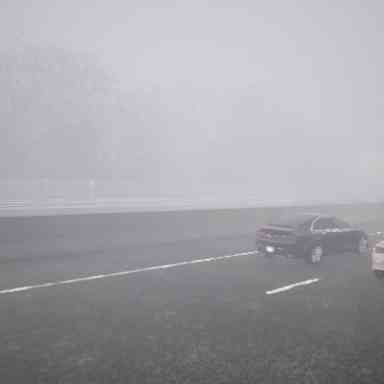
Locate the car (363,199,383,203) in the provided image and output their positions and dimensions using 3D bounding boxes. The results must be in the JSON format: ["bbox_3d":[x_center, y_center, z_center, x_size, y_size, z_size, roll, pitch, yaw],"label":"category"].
[{"bbox_3d":[22.523,1.532,38.606,5.357,1.411,2.033,0,0,-37],"label":"car"}]

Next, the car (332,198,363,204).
[{"bbox_3d":[19.969,1.507,41.069,5.357,1.411,2.033,0,0,-37],"label":"car"}]

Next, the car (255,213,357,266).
[{"bbox_3d":[4.288,1.486,11.509,4.892,1.490,1.837,0,0,-37],"label":"car"}]

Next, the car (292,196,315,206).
[{"bbox_3d":[16.266,1.393,47.029,5.008,1.535,1.882,0,0,-37],"label":"car"}]

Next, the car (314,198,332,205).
[{"bbox_3d":[18.848,1.504,44.602,4.181,1.385,1.994,0,0,-37],"label":"car"}]

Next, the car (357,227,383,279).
[{"bbox_3d":[6.490,1.529,8.786,4.674,1.442,1.812,0,0,-37],"label":"car"}]
